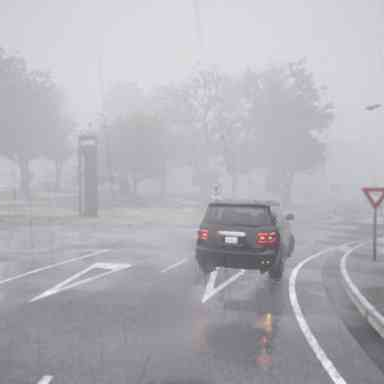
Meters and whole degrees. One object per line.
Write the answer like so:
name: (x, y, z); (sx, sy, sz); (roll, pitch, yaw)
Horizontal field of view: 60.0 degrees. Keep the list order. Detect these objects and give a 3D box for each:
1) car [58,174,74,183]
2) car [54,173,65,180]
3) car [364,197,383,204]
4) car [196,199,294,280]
car: (-31.112, -3.187, 85.648); (2.231, 1.521, 4.892); (7, 5, 28)
car: (-33.110, -3.492, 87.922); (2.002, 1.452, 4.674); (7, 6, 28)
car: (27.605, 1.196, 49.920); (4.902, 1.511, 2.128); (3, -1, -39)
car: (1.866, 1.244, 10.364); (2.150, 2.045, 5.566); (1, 0, 20)
